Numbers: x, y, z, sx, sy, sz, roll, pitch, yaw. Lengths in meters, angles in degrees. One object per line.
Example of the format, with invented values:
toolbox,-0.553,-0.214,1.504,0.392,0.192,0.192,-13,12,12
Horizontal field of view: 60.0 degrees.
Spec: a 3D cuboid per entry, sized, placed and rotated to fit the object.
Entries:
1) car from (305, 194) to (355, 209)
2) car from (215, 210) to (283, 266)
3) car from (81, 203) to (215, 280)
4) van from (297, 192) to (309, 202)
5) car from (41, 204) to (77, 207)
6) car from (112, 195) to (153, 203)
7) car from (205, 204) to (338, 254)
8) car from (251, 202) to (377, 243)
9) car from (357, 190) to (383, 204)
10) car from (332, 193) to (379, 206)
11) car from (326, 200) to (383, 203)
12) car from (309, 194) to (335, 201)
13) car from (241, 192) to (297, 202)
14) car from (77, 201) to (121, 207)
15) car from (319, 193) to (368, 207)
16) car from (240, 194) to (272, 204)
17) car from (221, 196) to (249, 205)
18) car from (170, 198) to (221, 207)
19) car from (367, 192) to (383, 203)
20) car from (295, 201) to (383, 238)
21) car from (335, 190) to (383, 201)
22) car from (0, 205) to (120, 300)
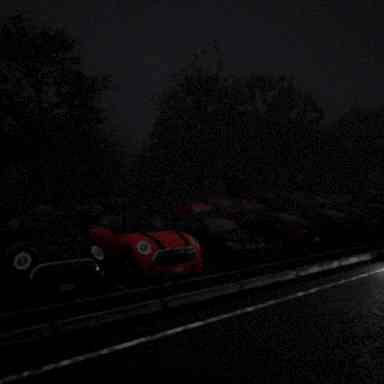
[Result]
car,15.953,1.024,38.671,2.097,1.535,5.008,-1,1,-35
car,0.669,1.556,12.003,2.002,1.452,4.674,-1,0,-35
car,-1.632,1.408,10.427,2.185,1.767,4.553,0,0,-35
van,9.176,0.965,33.778,1.878,1.987,4.442,-1,1,-35
car,-9.149,1.526,20.867,1.946,1.575,5.366,0,0,-35
car,-4.704,1.234,24.239,2.435,2.045,5.566,-1,0,-35
car,2.958,1.489,13.595,2.097,1.535,5.008,-1,0,-35
car,5.243,1.454,15.195,2.097,1.535,5.008,-1,1,-35
car,25.096,0.671,45.026,2.185,1.767,4.553,-1,1,-35
car,20.501,0.941,41.882,2.163,1.488,4.792,-1,1,-35
car,9.807,1.401,18.393,2.002,1.452,4.674,-1,1,-35
car,13.674,1.120,37.072,2.002,1.452,4.674,-1,1,-35
car,6.844,0.995,32.253,2.435,2.045,5.566,-1,1,-35
car,-6.973,1.511,22.623,2.097,1.535,5.008,-1,0,-35
car,18.234,0.969,40.268,2.231,1.521,4.892,-1,1,-35
car,4.444,1.298,30.834,1.946,1.575,5.366,-1,1,-35
car,2.172,1.359,29.011,2.097,1.535,5.008,-1,1,-35
car,-0.133,1.284,27.442,2.185,1.767,4.553,-1,1,-35
car,27.361,0.778,46.652,2.002,1.452,4.674,-1,1,-35
car,7.540,1.441,16.774,2.163,1.488,4.792,-1,1,-35
car,12.064,1.054,20.010,2.435,2.045,5.566,-1,1,-35
car,-3.910,1.418,8.833,2.185,1.767,4.553,0,0,-35
